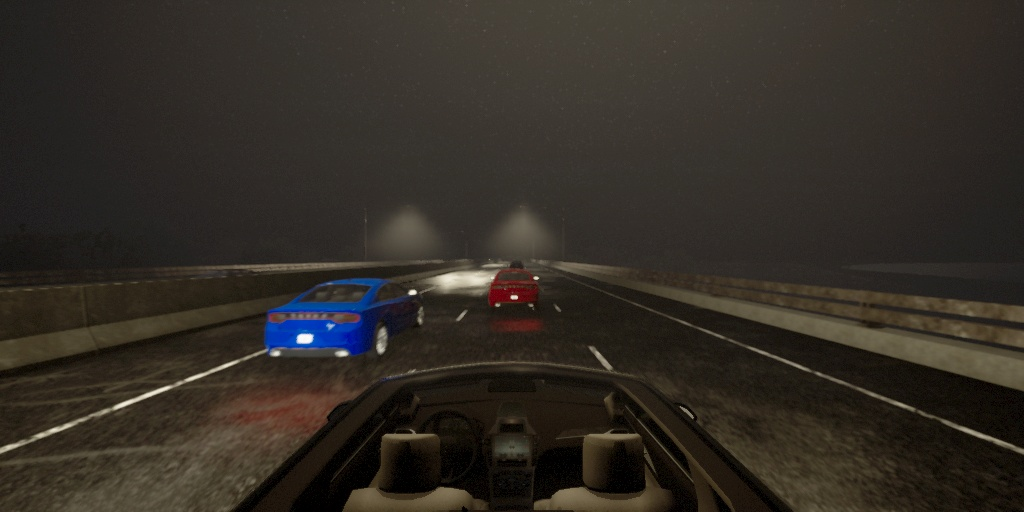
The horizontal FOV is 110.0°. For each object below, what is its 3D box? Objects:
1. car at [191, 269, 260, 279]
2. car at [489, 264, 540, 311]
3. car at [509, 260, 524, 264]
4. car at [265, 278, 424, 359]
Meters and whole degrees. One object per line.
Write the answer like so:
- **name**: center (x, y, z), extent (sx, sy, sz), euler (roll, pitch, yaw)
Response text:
- **car**: center (-14.019, 1.358, 17.582), extent (2.033, 1.411, 5.357), euler (0, 0, 1)
- **car**: center (0.095, 1.288, 14.954), extent (1.882, 1.535, 5.008), euler (0, 0, 0)
- **car**: center (0.687, 1.355, 51.718), extent (2.097, 1.767, 4.553), euler (0, 0, 1)
- **car**: center (-3.491, 1.256, 8.544), extent (1.882, 1.535, 5.008), euler (0, 0, 0)
